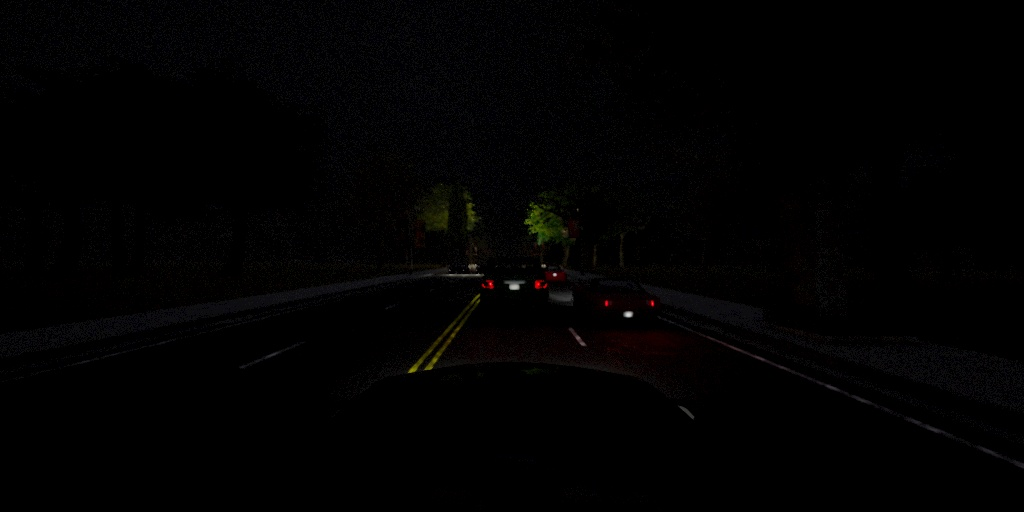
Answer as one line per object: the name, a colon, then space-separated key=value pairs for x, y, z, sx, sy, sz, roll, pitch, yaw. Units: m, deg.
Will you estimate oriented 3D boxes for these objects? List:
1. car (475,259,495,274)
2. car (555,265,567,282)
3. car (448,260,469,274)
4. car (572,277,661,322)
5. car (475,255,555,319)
car: x=-3.347 y=1.301 z=44.811 sx=2.097 sy=1.767 sz=4.553 roll=0 pitch=0 yaw=0
car: x=3.331 y=1.430 z=29.802 sx=1.994 sy=1.385 sz=4.181 roll=0 pitch=0 yaw=0
car: x=-6.596 y=1.301 z=44.766 sx=2.097 sy=1.767 sz=4.553 roll=0 pitch=0 yaw=0
car: x=3.329 y=1.387 z=12.445 sx=1.895 sy=1.301 sz=4.718 roll=0 pitch=0 yaw=0
car: x=0.082 y=1.009 z=13.059 sx=2.150 sy=2.045 sz=5.566 roll=0 pitch=0 yaw=0
